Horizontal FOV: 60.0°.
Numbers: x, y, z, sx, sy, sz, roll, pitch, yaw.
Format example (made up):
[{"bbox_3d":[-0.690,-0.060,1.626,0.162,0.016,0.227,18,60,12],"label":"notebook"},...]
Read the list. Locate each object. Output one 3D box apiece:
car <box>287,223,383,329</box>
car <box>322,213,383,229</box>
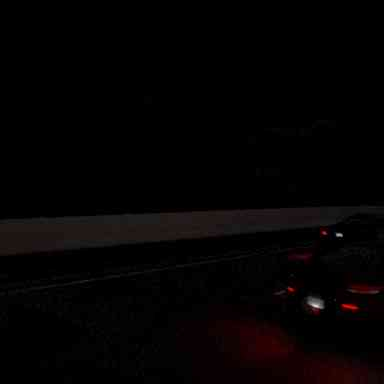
[{"bbox_3d":[3.796,1.526,6.405,4.674,1.442,1.812,0,0,-34],"label":"car"},{"bbox_3d":[7.214,1.548,12.870,5.357,1.411,2.033,0,0,-32],"label":"car"}]
